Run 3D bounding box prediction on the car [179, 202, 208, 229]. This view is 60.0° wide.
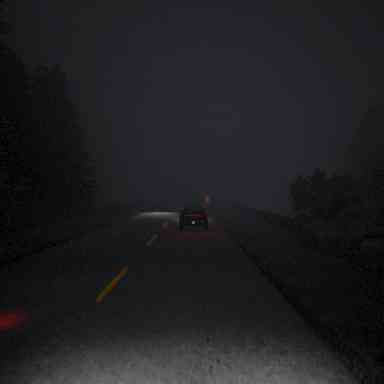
[{"bbox_3d":[0.100,1.701,23.206,2.128,1.511,4.902,0,0,0],"label":"car"}]

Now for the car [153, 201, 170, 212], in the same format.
[{"bbox_3d":[-4.062,1.964,44.622,1.994,1.385,4.181,0,-1,0],"label":"car"}]

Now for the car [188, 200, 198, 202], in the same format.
[{"bbox_3d":[0.100,1.913,46.914,2.128,1.511,4.902,0,0,0],"label":"car"}]
